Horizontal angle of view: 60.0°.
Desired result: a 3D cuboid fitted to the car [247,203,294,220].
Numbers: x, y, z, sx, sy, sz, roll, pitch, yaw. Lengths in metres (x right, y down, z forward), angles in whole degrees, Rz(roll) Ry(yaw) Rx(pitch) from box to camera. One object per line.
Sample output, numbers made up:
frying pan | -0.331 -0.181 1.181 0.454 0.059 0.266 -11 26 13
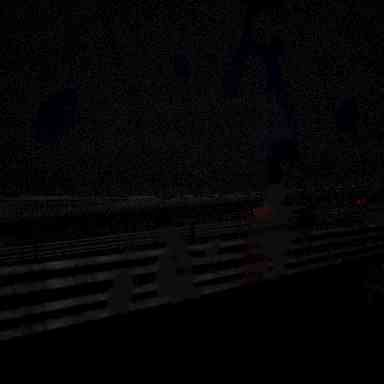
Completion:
car | 8.670 2.079 36.723 4.718 1.301 1.895 -4 2 -24

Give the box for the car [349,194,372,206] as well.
car | 23.024 1.071 42.995 4.181 1.385 1.994 -4 2 -24

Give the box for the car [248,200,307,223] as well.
car | 8.672 1.793 32.901 5.566 2.045 2.150 -4 2 -24

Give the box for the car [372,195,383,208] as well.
car | 24.431 1.014 39.790 5.008 1.535 1.882 -4 2 -24

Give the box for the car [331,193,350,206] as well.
car | 21.619 0.968 46.199 4.892 1.490 1.837 -4 2 -24
